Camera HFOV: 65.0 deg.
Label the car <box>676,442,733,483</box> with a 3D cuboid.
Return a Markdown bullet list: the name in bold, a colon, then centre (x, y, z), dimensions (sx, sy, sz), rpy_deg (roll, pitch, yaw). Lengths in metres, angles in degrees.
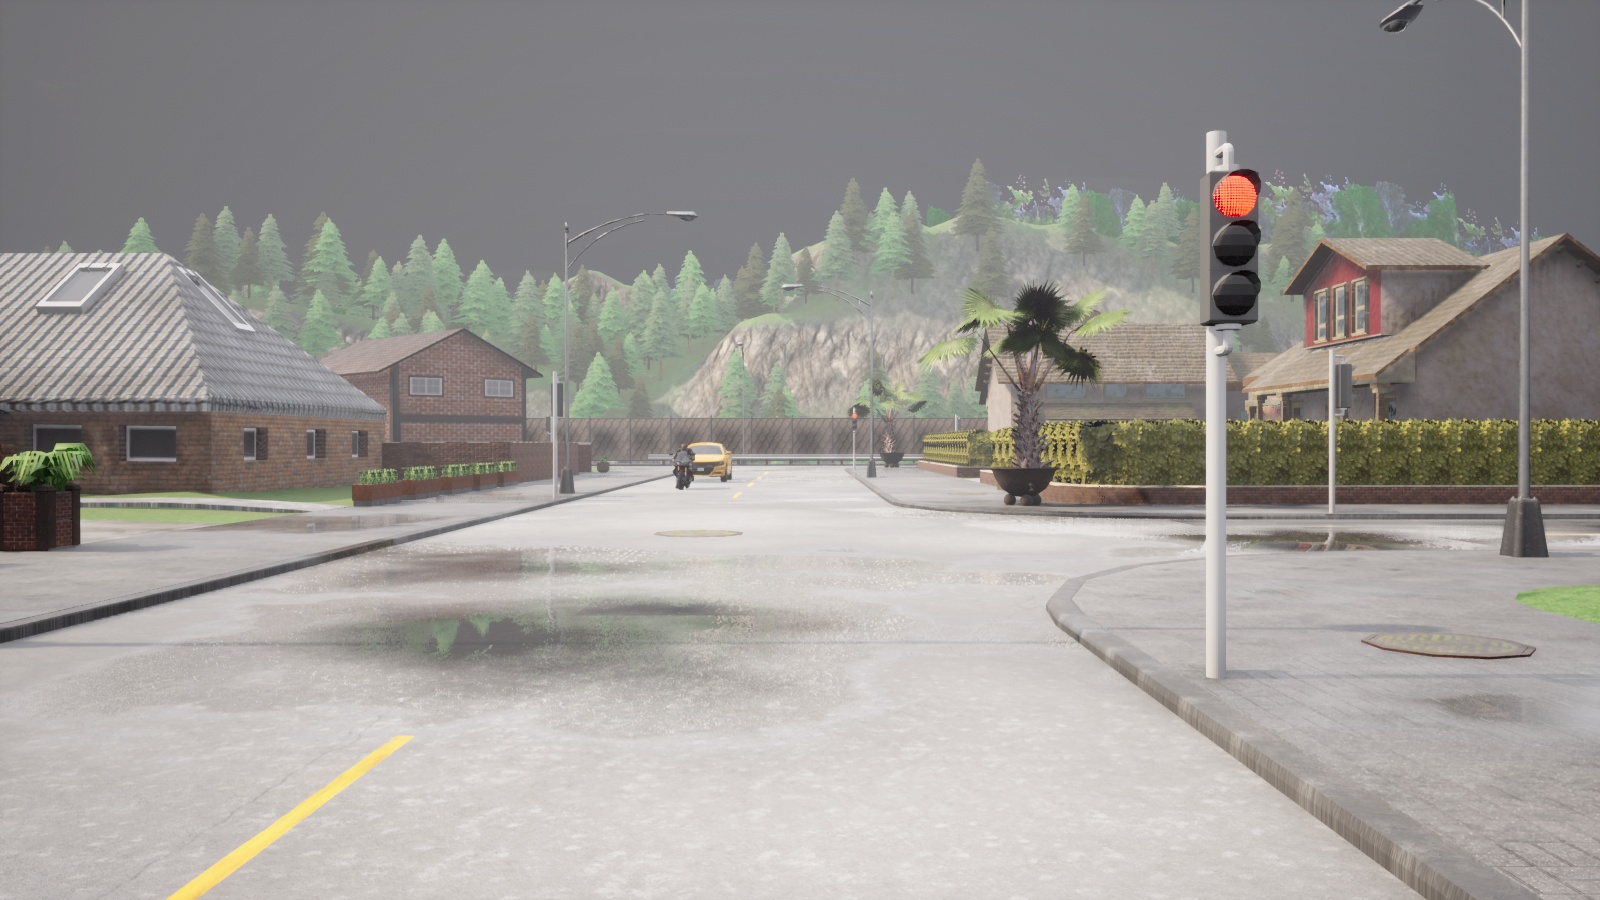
- **car**: centre (-3.719, 0.441, 49.599), dimensions (1.882, 1.535, 5.008), rpy_deg (0, 0, 0)

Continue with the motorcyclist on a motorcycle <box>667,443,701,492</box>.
- **motorcyclist on a motorcycle**: centre (-3.750, 0.549, 40.694), dimensions (0.866, 1.530, 2.191), rpy_deg (0, 0, 1)
